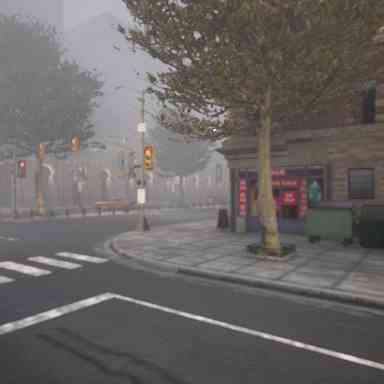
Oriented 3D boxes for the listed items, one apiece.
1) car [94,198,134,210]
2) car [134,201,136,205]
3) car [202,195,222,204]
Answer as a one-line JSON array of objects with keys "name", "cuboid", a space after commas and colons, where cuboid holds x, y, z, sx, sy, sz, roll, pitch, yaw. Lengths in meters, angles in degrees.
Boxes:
[{"name": "car", "cuboid": [-10.315, 1.490, 42.781, 1.882, 1.535, 5.008, 0, 0, 36]}, {"name": "car", "cuboid": [-10.412, 1.608, 48.033, 1.895, 1.301, 4.718, 0, 0, 36]}, {"name": "car", "cuboid": [3.714, 1.363, 62.136, 2.097, 1.767, 4.553, 0, 0, 36]}]
